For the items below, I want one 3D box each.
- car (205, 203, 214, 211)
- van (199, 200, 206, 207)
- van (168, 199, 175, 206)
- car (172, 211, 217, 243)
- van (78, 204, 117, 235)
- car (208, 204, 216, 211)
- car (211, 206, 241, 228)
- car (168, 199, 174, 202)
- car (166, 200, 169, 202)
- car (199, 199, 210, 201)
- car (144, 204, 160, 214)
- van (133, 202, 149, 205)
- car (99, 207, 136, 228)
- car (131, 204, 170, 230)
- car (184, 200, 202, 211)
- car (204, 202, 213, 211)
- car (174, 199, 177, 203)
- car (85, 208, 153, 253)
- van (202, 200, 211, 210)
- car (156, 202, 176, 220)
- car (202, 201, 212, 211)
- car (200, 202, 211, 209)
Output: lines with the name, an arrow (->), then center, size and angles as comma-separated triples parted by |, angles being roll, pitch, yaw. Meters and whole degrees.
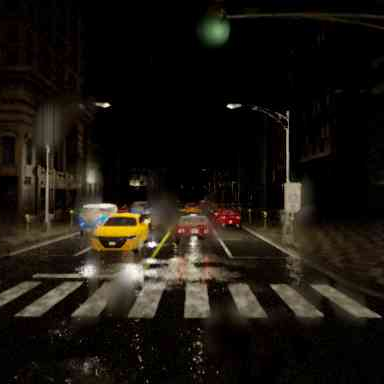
car -> 2.800, 2.248, 37.297 | 1.887, 1.381, 4.507 | 0, -1, 0
van -> 2.816, 2.948, 87.021 | 1.690, 1.788, 3.998 | 0, -1, 0
van -> -5.712, 2.961, 92.564 | 1.690, 1.788, 3.998 | 0, -1, 0
car -> 0.115, 1.929, 17.944 | 1.895, 1.301, 4.718 | 1, -1, 0
van -> -5.759, 1.658, 20.751 | 1.690, 1.788, 3.998 | 0, -1, 0
car -> 2.799, 2.148, 31.772 | 1.887, 1.381, 4.507 | 0, -1, 0
car -> 2.797, 2.049, 26.248 | 1.887, 1.381, 4.507 | 0, -1, 0
car -> -5.724, 2.840, 75.819 | 1.752, 1.417, 4.829 | 0, -1, 0
car -> -5.735, 2.567, 59.416 | 2.008, 1.369, 4.403 | 0, -1, 0
car -> 2.808, 2.420, 59.399 | 2.192, 1.841, 5.009 | 0, -1, 0
car -> -5.743, 2.398, 48.367 | 1.802, 1.307, 4.206 | 0, -1, 0
van -> -5.749, 1.957, 37.323 | 1.690, 1.788, 3.998 | 0, -1, 0
car -> -5.757, 1.961, 26.272 | 1.887, 1.381, 4.507 | 0, -1, 0
car -> -3.075, 1.912, 24.970 | 2.128, 1.511, 4.902 | 1, -1, 0
car -> 0.033, 2.304, 45.655 | 1.882, 1.535, 5.008 | 1, -1, 0
car -> 2.802, 2.332, 42.991 | 1.752, 1.417, 4.829 | 0, -1, 0
car -> -5.715, 2.834, 87.040 | 2.192, 1.841, 5.009 | 0, -1, 0
car -> -3.077, 1.722, 15.084 | 1.882, 1.535, 5.008 | 1, -1, -1
van -> 2.810, 2.546, 64.923 | 1.690, 1.788, 3.998 | 0, -1, 0
car -> -3.058, 2.108, 35.102 | 1.837, 1.490, 4.892 | 1, -1, 0
car -> 2.805, 2.549, 53.870 | 1.887, 1.381, 4.507 | 0, -1, 0
car -> 2.810, 2.856, 70.444 | 2.008, 1.369, 4.403 | 0, -1, 0
